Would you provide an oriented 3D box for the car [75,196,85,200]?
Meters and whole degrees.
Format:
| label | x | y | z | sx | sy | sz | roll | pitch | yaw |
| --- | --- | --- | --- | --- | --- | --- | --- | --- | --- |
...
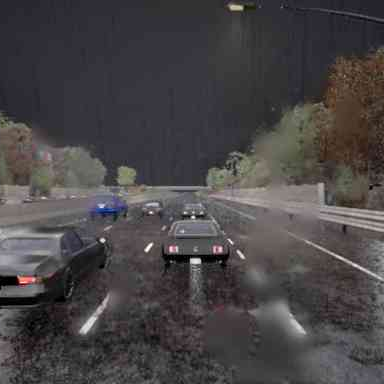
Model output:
| label | x | y | z | sx | sy | sz | roll | pitch | yaw |
| --- | --- | --- | --- | --- | --- | --- | --- | --- | --- |
| car | -24.505 | 1.616 | 74.252 | 1.895 | 1.301 | 4.718 | 0 | 0 | 0 |

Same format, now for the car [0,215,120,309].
| label | x | y | z | sx | sy | sz | roll | pitch | yaw |
| --- | --- | --- | --- | --- | --- | --- | --- | --- | --- |
| car | -3.399 | 1.548 | 8.136 | 2.033 | 1.411 | 5.357 | 0 | 0 | 0 |

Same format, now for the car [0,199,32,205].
| label | x | y | z | sx | sy | sz | roll | pitch | yaw |
| --- | --- | --- | --- | --- | --- | --- | --- | --- | --- |
| car | -17.595 | 1.495 | 33.372 | 1.882 | 1.535 | 5.008 | 0 | 0 | 0 |

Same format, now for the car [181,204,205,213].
| label | x | y | z | sx | sy | sz | roll | pitch | yaw |
| --- | --- | --- | --- | --- | --- | --- | --- | --- | --- |
| car | 0.100 | 1.613 | 27.402 | 1.895 | 1.301 | 4.718 | 0 | 0 | 0 |

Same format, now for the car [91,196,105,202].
| label | x | y | z | sx | sy | sz | roll | pitch | yaw |
| --- | --- | --- | --- | --- | --- | --- | --- | --- | --- |
| car | -21.005 | 1.612 | 74.669 | 1.895 | 1.301 | 4.718 | 0 | 0 | 0 |

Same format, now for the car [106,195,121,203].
| label | x | y | z | sx | sy | sz | roll | pitch | yaw |
| --- | --- | --- | --- | --- | --- | --- | --- | --- | --- |
| car | -17.505 | 1.546 | 74.283 | 2.128 | 1.511 | 4.902 | 0 | 0 | 0 |

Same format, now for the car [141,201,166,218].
| label | x | y | z | sx | sy | sz | roll | pitch | yaw |
| --- | --- | --- | --- | --- | --- | --- | --- | --- | --- |
| car | -3.403 | 1.540 | 29.944 | 1.812 | 1.442 | 4.674 | 0 | 0 | 0 |

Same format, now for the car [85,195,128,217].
| label | x | y | z | sx | sy | sz | roll | pitch | yaw |
| --- | --- | --- | --- | --- | --- | --- | --- | --- | --- |
| car | -6.906 | 1.234 | 28.071 | 2.150 | 2.045 | 5.566 | 0 | 0 | 0 |

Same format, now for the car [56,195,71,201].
| label | x | y | z | sx | sy | sz | roll | pitch | yaw |
| --- | --- | --- | --- | --- | --- | --- | --- | --- | --- |
| car | -28.005 | 1.383 | 72.806 | 1.812 | 1.442 | 4.674 | 0 | 0 | 0 |

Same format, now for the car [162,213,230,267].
| label | x | y | z | sx | sy | sz | roll | pitch | yaw |
| --- | --- | --- | --- | --- | --- | --- | --- | --- | --- |
| car | 0.102 | 1.603 | 11.325 | 1.895 | 1.301 | 4.718 | 0 | 0 | 0 |
